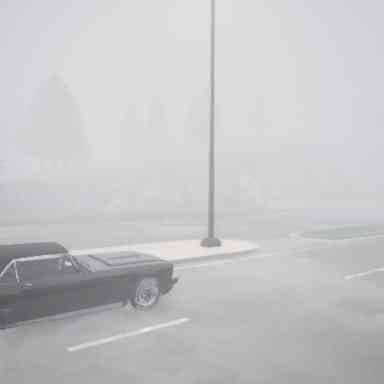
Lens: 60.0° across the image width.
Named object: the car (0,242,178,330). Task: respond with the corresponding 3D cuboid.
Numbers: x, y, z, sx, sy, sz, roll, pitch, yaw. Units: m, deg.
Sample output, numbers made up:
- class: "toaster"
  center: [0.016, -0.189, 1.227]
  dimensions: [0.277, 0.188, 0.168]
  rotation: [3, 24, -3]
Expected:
- class: "car"
  center: [-2.622, 1.615, 6.177]
  dimensions: [4.718, 1.301, 1.895]
  rotation: [1, 0, -36]
